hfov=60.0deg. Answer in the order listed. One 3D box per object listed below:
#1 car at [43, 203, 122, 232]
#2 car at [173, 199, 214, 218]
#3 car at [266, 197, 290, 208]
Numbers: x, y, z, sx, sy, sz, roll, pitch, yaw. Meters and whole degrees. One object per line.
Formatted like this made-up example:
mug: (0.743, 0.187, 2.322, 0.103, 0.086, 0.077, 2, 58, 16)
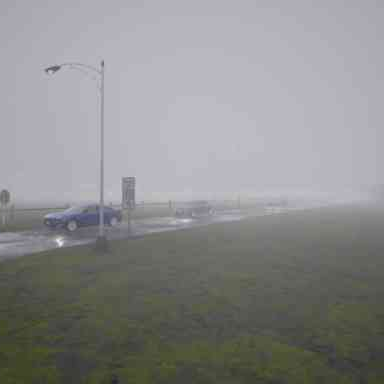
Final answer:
car: (-6.504, 1.448, 20.302, 1.882, 1.535, 5.008, 1, 0, 34)
car: (0.249, 1.466, 30.322, 1.837, 1.490, 4.892, 1, 1, 34)
car: (12.668, 1.501, 48.614, 2.033, 1.411, 5.357, 1, 0, 34)
